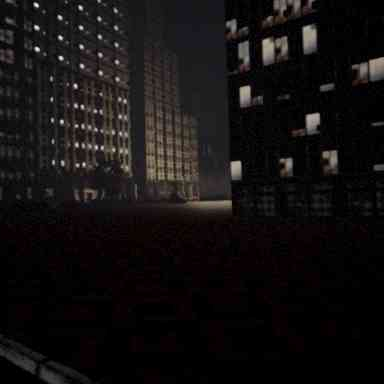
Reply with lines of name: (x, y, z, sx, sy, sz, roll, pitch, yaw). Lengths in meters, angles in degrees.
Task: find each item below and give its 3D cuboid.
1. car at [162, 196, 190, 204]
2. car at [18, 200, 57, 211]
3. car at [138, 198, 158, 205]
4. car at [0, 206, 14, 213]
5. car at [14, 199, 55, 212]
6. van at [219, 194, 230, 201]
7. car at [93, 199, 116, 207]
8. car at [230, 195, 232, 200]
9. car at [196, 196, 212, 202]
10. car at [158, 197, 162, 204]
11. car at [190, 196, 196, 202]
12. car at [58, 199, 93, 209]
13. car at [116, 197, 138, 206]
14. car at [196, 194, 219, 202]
car: (-2.968, 1.526, 62.807, 1.752, 1.417, 4.829, -2, -1, 35)
car: (-22.532, 1.939, 48.657, 1.752, 1.417, 4.829, -2, -1, 35)
car: (-9.699, 1.857, 67.194, 1.887, 1.381, 4.507, -2, -1, 35)
car: (-22.050, 1.681, 35.265, 1.752, 1.417, 4.829, -2, -1, 35)
car: (-18.970, 1.569, 39.718, 1.967, 1.590, 4.097, -2, -1, 35)
van: (6.500, 1.272, 76.422, 1.690, 1.788, 3.998, -2, -1, 35)
car: (-15.579, 1.820, 54.080, 2.033, 1.411, 5.357, -3, -1, 35)
car: (9.698, 1.349, 81.001, 1.967, 1.590, 4.097, -2, -1, 35)
car: (3.039, 1.767, 85.592, 1.887, 1.381, 4.507, -2, -1, 35)
car: (-6.514, 1.840, 71.793, 2.008, 1.369, 4.403, -2, -1, 35)
car: (-0.149, 1.684, 80.993, 1.967, 1.590, 4.097, -2, -1, 35)
car: (-15.787, 1.684, 44.308, 1.802, 1.307, 4.206, -2, -1, 35)
car: (-12.886, 1.777, 62.596, 1.967, 1.590, 4.097, -2, -1, 35)
car: (3.297, 1.395, 71.848, 1.967, 1.590, 4.097, -2, -1, 35)
